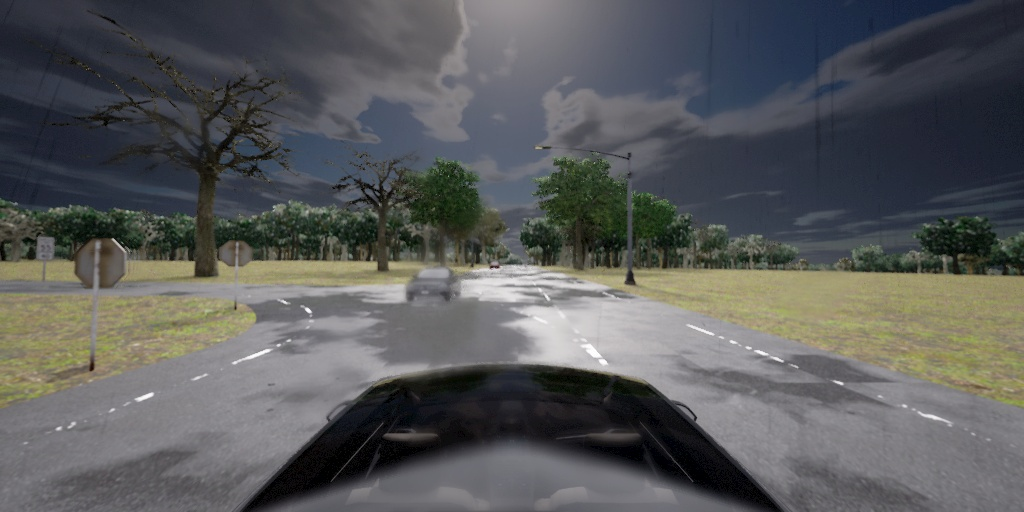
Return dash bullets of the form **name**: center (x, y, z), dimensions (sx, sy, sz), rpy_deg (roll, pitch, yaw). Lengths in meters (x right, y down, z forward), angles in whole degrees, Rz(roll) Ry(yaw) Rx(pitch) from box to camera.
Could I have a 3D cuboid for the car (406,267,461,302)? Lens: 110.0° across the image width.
- **car**: center (-3.494, 1.252, 16.746), dimensions (1.812, 1.442, 4.674), rpy_deg (1, -1, 0)
